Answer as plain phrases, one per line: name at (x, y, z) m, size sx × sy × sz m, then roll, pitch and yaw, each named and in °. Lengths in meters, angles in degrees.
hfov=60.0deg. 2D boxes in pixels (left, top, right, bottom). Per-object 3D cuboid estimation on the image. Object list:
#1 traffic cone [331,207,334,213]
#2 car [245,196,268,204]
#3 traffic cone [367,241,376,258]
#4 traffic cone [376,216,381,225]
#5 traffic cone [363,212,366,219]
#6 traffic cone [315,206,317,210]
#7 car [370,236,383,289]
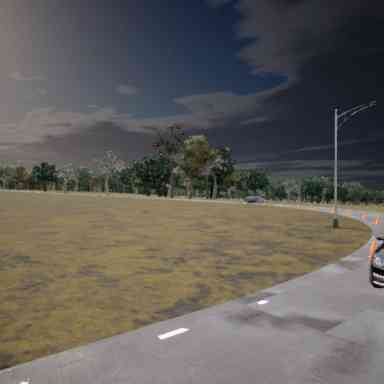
traffic cone at (15.871, 2.024, 37.533) m, size 0.340 × 0.580 × 0.340 m, roll 1°, pitch 0°, yaw 1°
car at (11.760, 1.455, 60.665) m, size 2.128 × 1.511 × 4.902 m, roll 1°, pitch 0°, yaw -32°
traffic cone at (6.229, 1.967, 11.400) m, size 0.340 × 0.580 × 0.340 m, roll 0°, pitch 0°, yaw 39°
traffic cone at (13.229, 2.005, 23.663) m, size 0.340 × 0.580 × 0.340 m, roll 1°, pitch 0°, yaw 20°
traffic cone at (14.618, 2.017, 28.180) m, size 0.340 × 0.580 × 0.340 m, roll 1°, pitch 0°, yaw 14°
traffic cone at (15.721, 2.016, 42.255) m, size 0.340 × 0.580 × 0.340 m, roll 1°, pitch 0°, yaw -5°
car at (5.989, 1.503, 8.390) m, size 2.128 × 1.511 × 4.902 m, roll 0°, pitch 0°, yaw 42°
